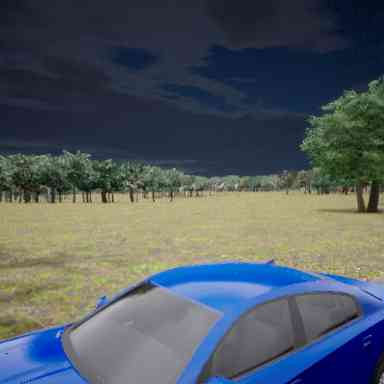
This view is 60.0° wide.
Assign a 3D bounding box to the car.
[{"bbox_3d":[0.173,1.487,3.081,5.008,1.535,1.882,0,0,-36],"label":"car"}]
